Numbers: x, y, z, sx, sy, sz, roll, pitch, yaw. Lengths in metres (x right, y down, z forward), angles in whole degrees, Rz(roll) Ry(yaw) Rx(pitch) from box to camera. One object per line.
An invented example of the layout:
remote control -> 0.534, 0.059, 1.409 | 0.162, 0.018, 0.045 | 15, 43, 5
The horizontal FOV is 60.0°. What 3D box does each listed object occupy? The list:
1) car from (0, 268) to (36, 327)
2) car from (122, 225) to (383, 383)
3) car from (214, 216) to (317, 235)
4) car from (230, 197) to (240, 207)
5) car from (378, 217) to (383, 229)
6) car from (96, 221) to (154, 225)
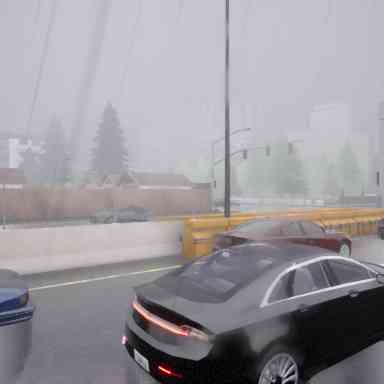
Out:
car -> -5.105, 1.547, 4.398 | 5.357, 1.411, 2.033 | 0, 0, -36
car -> 1.455, 1.492, 4.796 | 4.902, 1.511, 2.128 | 0, 0, -36
car -> 2.894, 1.478, 10.129 | 5.008, 1.535, 1.882 | 0, 0, -36
car -> 5.415, 1.488, 51.361 | 2.128, 1.511, 4.902 | 0, 0, -34
car -> 10.606, 1.505, 15.659 | 4.892, 1.490, 1.837 | 0, 0, -36
car -> -4.597, 1.564, 22.215 | 4.181, 1.385, 1.994 | 0, 0, -35
